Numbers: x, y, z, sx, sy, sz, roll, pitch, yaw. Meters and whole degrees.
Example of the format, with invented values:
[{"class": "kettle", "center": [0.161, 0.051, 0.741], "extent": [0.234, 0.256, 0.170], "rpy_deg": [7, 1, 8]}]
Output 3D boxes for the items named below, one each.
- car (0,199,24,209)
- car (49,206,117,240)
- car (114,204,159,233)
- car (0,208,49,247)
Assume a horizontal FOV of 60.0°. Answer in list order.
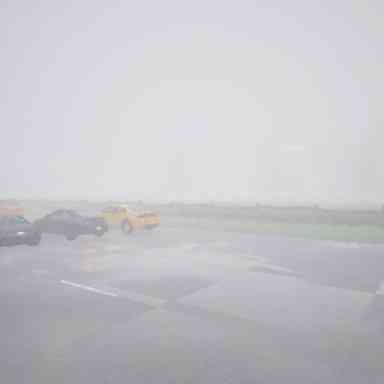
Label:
[{"class": "car", "center": [-16.391, 1.364, 28.458], "extent": [4.553, 1.767, 2.097], "rpy_deg": [0, 0, 36]}, {"class": "car", "center": [-6.236, 1.530, 16.916], "extent": [4.674, 1.442, 1.812], "rpy_deg": [0, 0, 36]}, {"class": "car", "center": [-4.204, 1.482, 19.765], "extent": [5.008, 1.535, 1.882], "rpy_deg": [0, 0, 36]}, {"class": "car", "center": [-8.269, 1.570, 14.066], "extent": [4.181, 1.385, 1.994], "rpy_deg": [0, 0, 36]}]
